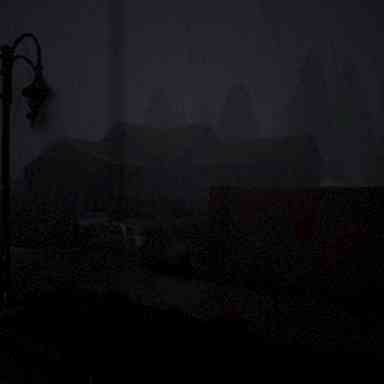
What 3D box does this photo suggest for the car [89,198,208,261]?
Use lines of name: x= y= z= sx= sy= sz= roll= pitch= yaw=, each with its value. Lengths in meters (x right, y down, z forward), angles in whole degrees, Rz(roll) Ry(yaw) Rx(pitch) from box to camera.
car: x=-1.044 y=1.178 z=11.790 sx=1.932 sy=1.855 sz=4.605 roll=0 pitch=0 yaw=35

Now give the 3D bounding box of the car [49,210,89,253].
car: x=-3.319 y=1.181 z=12.930 sx=1.905 sy=1.878 sz=3.866 roll=0 pitch=0 yaw=35
